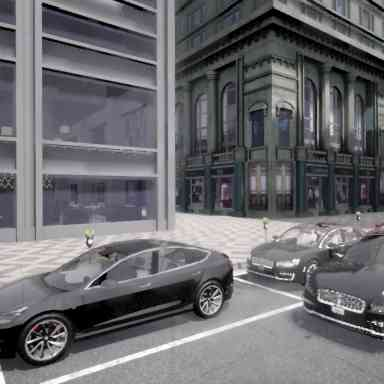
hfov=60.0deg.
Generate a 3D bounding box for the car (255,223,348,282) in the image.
[{"bbox_3d":[3.403,1.551,9.101,4.403,1.369,2.008,0,0,-36],"label":"car"}]

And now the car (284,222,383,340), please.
[{"bbox_3d":[4.137,1.505,6.348,4.892,1.490,1.837,0,0,-36],"label":"car"}]

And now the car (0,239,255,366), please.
[{"bbox_3d":[-1.178,1.566,5.818,4.313,1.339,1.947,0,0,-36],"label":"car"}]
